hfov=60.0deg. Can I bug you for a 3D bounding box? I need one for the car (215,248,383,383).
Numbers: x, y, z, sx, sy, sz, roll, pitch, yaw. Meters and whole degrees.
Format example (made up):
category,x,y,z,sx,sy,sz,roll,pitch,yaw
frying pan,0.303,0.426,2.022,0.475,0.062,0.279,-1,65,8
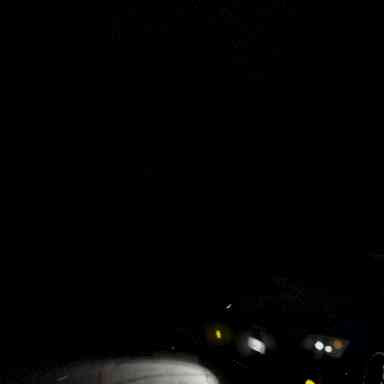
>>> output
category,x,y,z,sx,sy,sz,roll,pitch,yaw
car,2.385,1.612,4.994,4.181,1.385,1.994,1,0,-35
